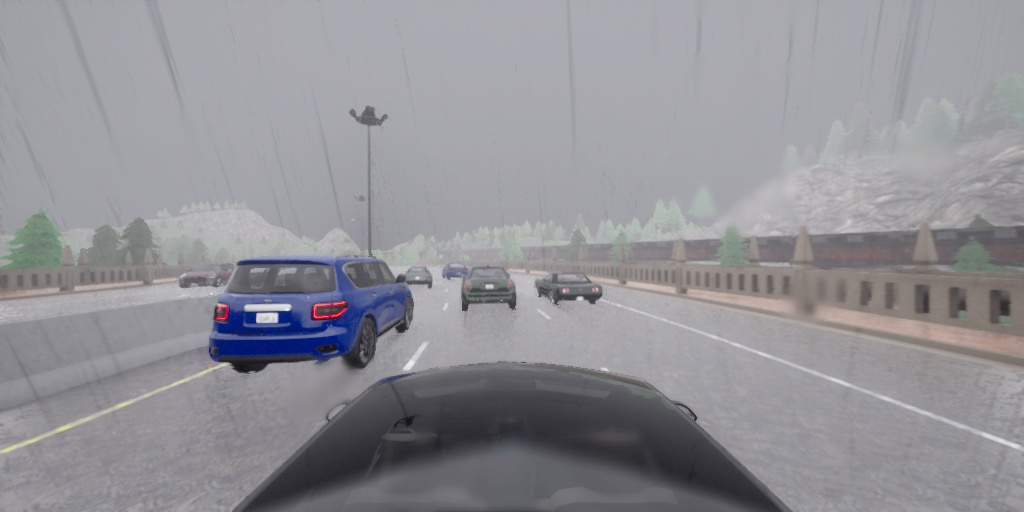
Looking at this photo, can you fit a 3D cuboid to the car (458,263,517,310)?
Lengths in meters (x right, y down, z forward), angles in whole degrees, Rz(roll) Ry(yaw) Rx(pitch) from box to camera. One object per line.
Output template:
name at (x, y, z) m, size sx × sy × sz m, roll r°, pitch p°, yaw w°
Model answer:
car at (-1.119, 1.153, 15.297) m, size 2.097 × 1.767 × 4.553 m, roll 0°, pitch 0°, yaw -8°

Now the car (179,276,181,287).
car at (-21.468, 1.326, 25.637) m, size 2.097 × 1.767 × 4.553 m, roll 0°, pitch 0°, yaw -17°

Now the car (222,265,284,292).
car at (-17.491, 1.417, 24.550) m, size 1.882 × 1.535 × 5.008 m, roll 0°, pitch 0°, yaw -16°

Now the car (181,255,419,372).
car at (-3.754, 1.010, 7.921) m, size 2.150 × 2.045 × 5.566 m, roll 0°, pitch 0°, yaw -4°

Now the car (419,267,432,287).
car at (-6.718, 1.433, 25.540) m, size 1.994 × 1.385 × 4.181 m, roll 0°, pitch 0°, yaw -14°

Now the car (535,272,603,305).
car at (2.339, 1.386, 16.220) m, size 1.895 × 1.301 × 4.718 m, roll 0°, pitch 0°, yaw -8°

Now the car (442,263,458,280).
car at (-5.271, 1.360, 32.991) m, size 1.882 × 1.535 × 5.008 m, roll 0°, pitch 0°, yaw -18°
